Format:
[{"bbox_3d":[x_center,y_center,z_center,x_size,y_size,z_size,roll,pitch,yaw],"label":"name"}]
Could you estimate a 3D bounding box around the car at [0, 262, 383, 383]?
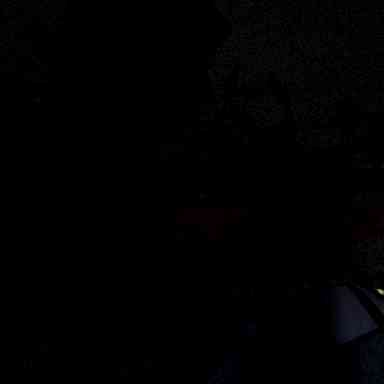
[{"bbox_3d":[0.642,1.555,3.474,5.357,1.411,2.033,0,0,-35],"label":"car"}]
